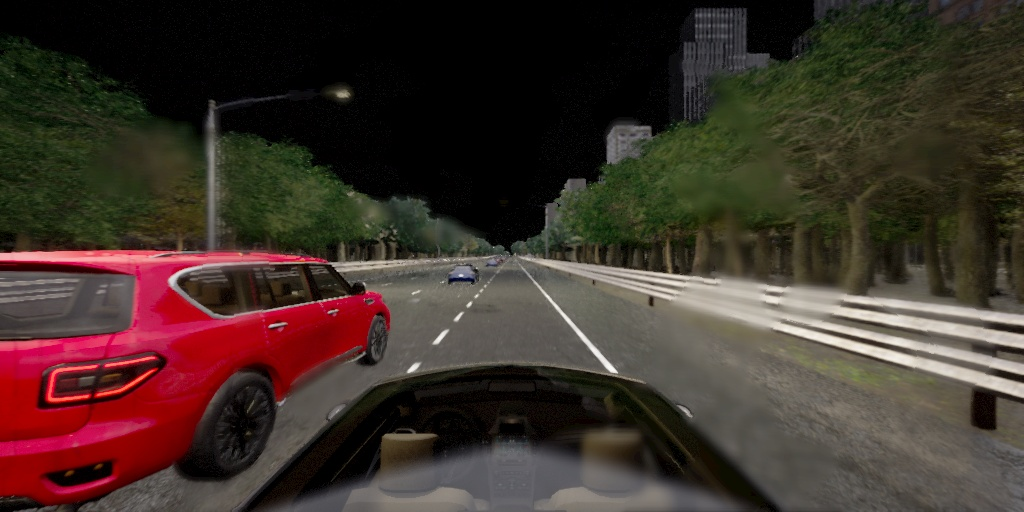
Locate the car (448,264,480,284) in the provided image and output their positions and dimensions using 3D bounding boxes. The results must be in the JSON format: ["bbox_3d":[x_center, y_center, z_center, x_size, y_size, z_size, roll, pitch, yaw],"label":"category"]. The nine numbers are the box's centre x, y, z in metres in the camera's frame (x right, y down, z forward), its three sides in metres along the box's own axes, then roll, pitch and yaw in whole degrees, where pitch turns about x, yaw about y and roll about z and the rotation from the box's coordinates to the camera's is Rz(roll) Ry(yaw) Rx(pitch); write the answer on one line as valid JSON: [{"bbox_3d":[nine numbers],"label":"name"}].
[{"bbox_3d":[-3.506,1.303,26.767,1.994,1.385,4.181,0,0,0],"label":"car"}]

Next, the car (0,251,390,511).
[{"bbox_3d":[-3.499,0.973,4.823,2.150,2.045,5.566,0,0,0],"label":"car"}]
